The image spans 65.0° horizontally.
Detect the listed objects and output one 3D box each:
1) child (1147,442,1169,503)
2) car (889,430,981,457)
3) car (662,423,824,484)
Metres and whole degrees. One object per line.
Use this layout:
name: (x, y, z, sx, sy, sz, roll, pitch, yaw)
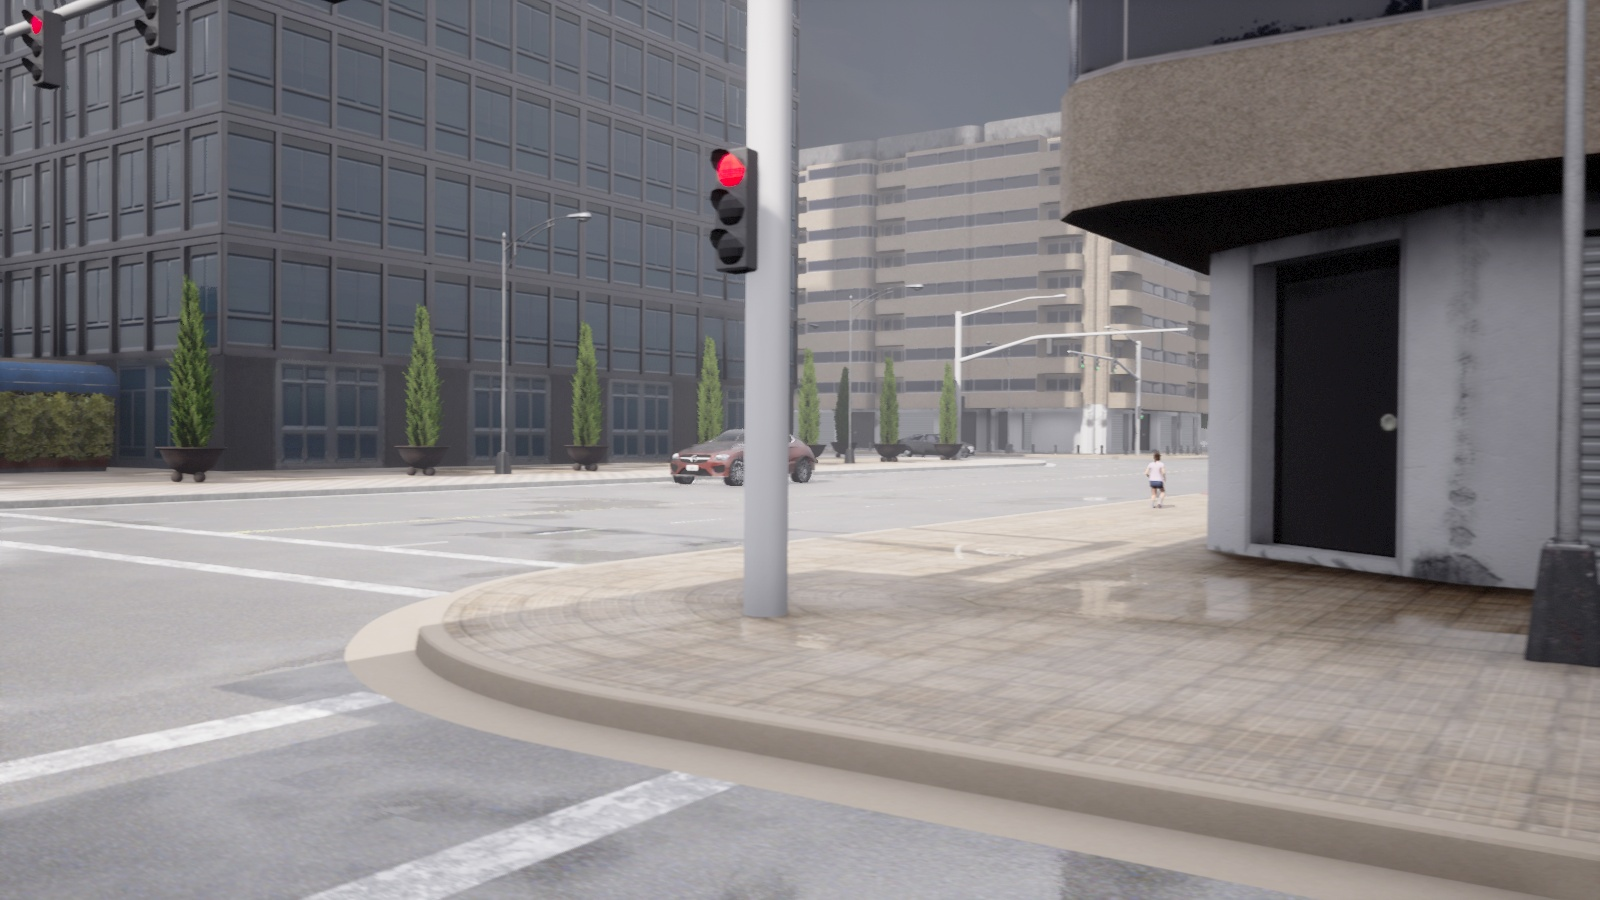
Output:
child: (6.595, 0.406, 23.131, 0.255, 1.110, 0.394, 0, 1, 35)
car: (7.901, -0.389, 73.735, 4.902, 1.511, 2.128, 0, 1, 34)
car: (-1.584, 0.057, 36.859, 2.152, 1.651, 5.027, 0, 1, 34)
